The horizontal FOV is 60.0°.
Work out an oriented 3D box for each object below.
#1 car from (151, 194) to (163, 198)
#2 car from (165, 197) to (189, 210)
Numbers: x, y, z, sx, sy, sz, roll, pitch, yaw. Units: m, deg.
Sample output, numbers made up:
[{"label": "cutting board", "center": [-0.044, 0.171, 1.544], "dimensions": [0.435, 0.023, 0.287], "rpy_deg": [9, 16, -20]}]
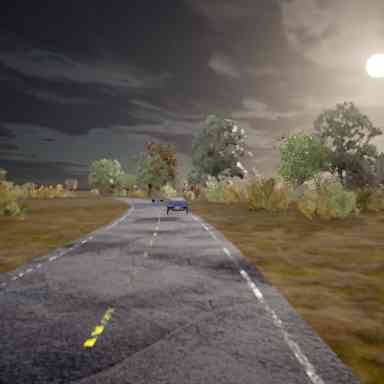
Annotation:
[{"label": "car", "center": [-6.242, 0.976, 59.917], "dimensions": [2.033, 1.649, 4.856], "rpy_deg": [0, 0, -12]}, {"label": "car", "center": [-1.380, 1.086, 29.671], "dimensions": [1.882, 1.535, 5.008], "rpy_deg": [0, 0, -6]}]
